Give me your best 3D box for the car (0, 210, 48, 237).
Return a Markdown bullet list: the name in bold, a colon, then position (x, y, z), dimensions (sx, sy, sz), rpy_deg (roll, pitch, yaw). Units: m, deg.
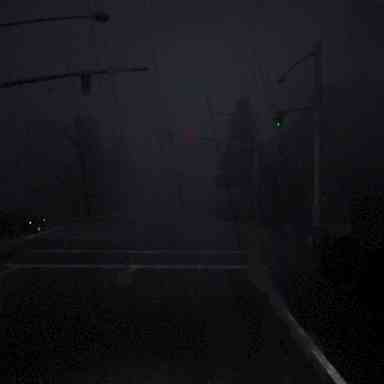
- **car**: position (-10.184, 1.612, 17.432), dimensions (4.718, 1.301, 1.895), rpy_deg (0, 0, 2)
